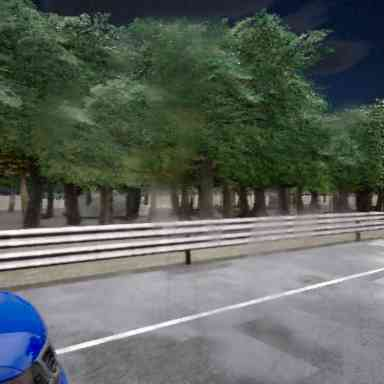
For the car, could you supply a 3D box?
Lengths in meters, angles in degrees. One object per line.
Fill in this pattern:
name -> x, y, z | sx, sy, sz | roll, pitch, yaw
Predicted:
car -> -3.411, 1.201, 1.312 | 5.566, 2.045, 2.150 | 0, 0, -36
